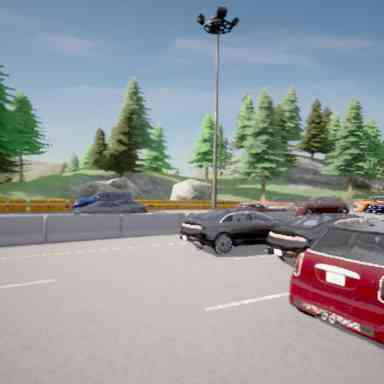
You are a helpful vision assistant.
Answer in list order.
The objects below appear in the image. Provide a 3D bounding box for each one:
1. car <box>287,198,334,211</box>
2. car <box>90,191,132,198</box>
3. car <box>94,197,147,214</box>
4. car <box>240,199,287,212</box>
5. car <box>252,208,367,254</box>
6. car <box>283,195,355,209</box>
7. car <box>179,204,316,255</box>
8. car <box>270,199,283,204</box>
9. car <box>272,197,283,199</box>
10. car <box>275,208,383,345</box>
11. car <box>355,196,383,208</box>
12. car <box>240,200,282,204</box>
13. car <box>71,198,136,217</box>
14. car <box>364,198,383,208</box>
[{"bbox_3d":[13.321,1.388,37.529,4.674,1.442,1.812,0,0,-8],"label":"car"},{"bbox_3d":[-8.204,0.952,31.338,5.566,2.045,2.150,1,0,-25],"label":"car"},{"bbox_3d":[-5.957,1.331,28.493,4.181,1.385,1.994,0,0,-24],"label":"car"},{"bbox_3d":[7.831,1.502,36.657,4.718,1.301,1.895,0,0,-12],"label":"car"},{"bbox_3d":[4.535,1.410,9.897,4.902,1.511,2.128,0,0,-24],"label":"car"},{"bbox_3d":[9.997,1.062,26.379,4.553,1.767,2.097,0,0,-12],"label":"car"},{"bbox_3d":[1.943,1.382,12.576,4.902,1.511,2.128,0,0,-25],"label":"car"},{"bbox_3d":[9.234,1.536,29.799,4.718,1.301,1.895,0,0,-12],"label":"car"},{"bbox_3d":[8.593,1.269,33.239,4.553,1.767,2.097,0,0,-12],"label":"car"},{"bbox_3d":[3.969,1.284,5.781,4.553,1.767,2.097,0,0,-27],"label":"car"},{"bbox_3d":[19.047,1.223,34.719,4.553,1.767,2.097,0,0,-7],"label":"car"},{"bbox_3d":[3.935,1.447,24.714,4.718,1.301,1.895,0,0,-17],"label":"car"},{"bbox_3d":[-6.555,1.349,24.088,4.181,1.385,1.994,0,0,-27],"label":"car"},{"bbox_3d":[19.159,1.489,31.210,4.718,1.301,1.895,0,0,-7],"label":"car"}]
